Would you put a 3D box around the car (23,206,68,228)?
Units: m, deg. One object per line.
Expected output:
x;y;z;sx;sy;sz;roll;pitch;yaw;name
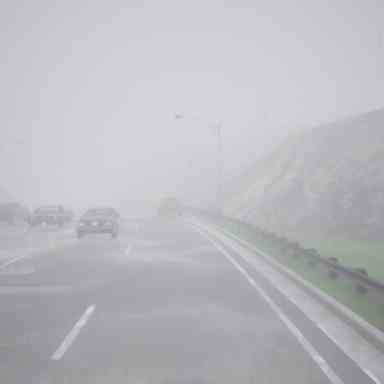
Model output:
-8.890;1.516;21.343;1.895;1.301;4.718;0;0;-10;car

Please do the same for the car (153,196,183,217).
-2.235;1.196;29.846;2.097;1.767;4.553;0;0;-13;car

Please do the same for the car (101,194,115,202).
-15.975;1.189;63.164;1.882;1.535;5.008;0;0;-28;car

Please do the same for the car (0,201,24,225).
-12.798;1.425;23.095;1.837;1.490;4.892;0;0;-10;car

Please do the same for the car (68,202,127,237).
-4.723;1.469;17.431;2.033;1.411;5.357;0;0;-8;car

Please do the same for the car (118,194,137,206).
-9.768;1.115;49.916;2.097;1.767;4.553;0;0;-22;car
